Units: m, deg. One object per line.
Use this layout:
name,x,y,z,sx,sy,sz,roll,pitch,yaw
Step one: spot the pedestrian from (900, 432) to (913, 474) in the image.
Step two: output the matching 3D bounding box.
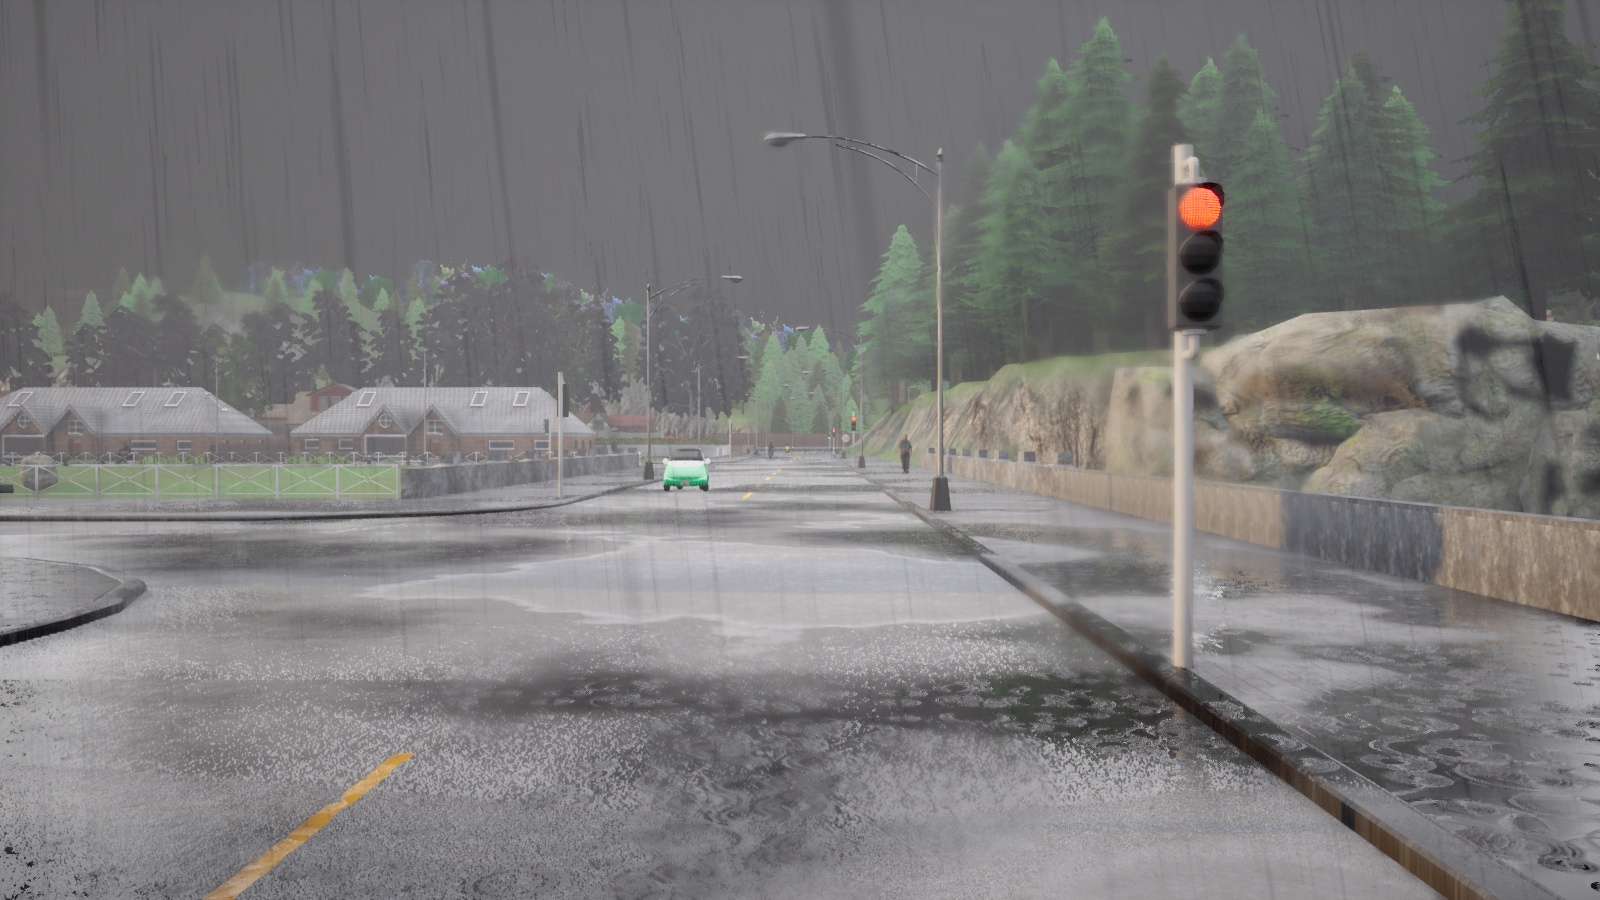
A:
pedestrian,4.695,0.146,55.590,0.540,1.848,0.694,0,0,2

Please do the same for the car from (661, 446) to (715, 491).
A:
car,-3.512,0.575,39.511,1.481,1.376,2.207,0,0,1
